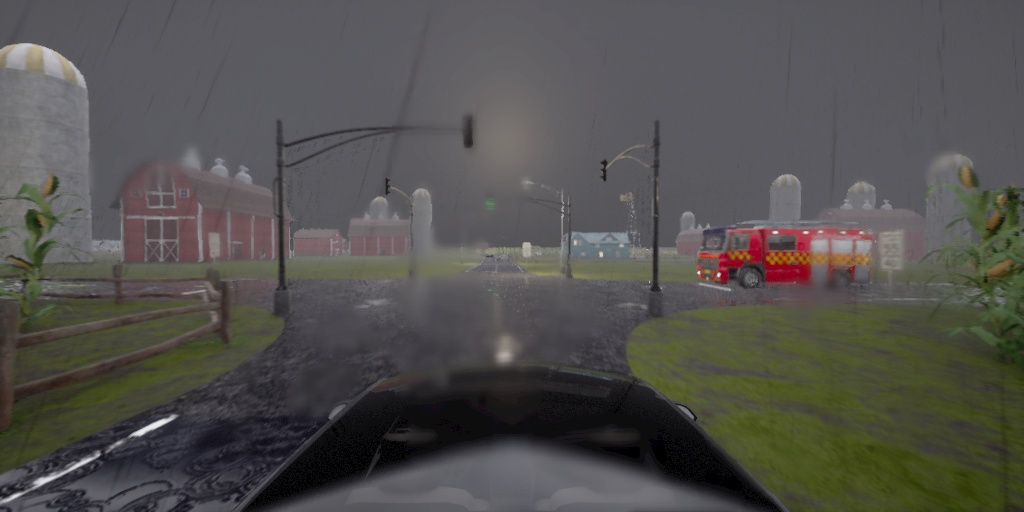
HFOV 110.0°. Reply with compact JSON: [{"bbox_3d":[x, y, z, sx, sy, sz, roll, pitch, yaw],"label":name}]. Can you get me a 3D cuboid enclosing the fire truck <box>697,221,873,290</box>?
[{"bbox_3d":[15.744,-0.084,21.088,8.468,3.827,2.891,0,1,0],"label":"fire truck"}]
